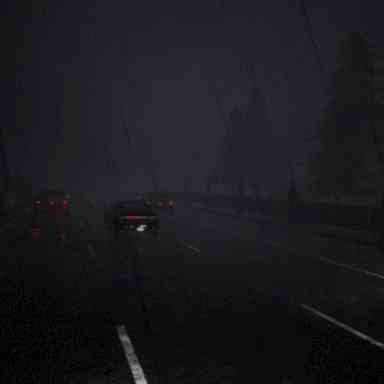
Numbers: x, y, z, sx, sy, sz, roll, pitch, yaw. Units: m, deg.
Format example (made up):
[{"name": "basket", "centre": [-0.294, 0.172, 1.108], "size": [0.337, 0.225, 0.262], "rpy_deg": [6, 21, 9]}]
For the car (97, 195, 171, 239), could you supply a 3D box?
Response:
[{"name": "car", "centre": [-2.827, 1.130, 14.978], "size": [2.128, 1.511, 4.902], "rpy_deg": [1, 1, -21]}]

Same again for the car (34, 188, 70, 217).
[{"name": "car", "centre": [-9.549, 0.642, 22.849], "size": [2.097, 1.767, 4.553], "rpy_deg": [1, 1, -21]}]

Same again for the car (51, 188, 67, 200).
[{"name": "car", "centre": [-17.507, 0.192, 43.837], "size": [1.812, 1.442, 4.674], "rpy_deg": [1, 1, -21]}]

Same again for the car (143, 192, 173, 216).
[{"name": "car", "centre": [-2.980, 0.796, 25.265], "size": [2.097, 1.767, 4.553], "rpy_deg": [1, 1, -21]}]

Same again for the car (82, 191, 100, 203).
[{"name": "car", "centre": [-11.388, 0.567, 37.552], "size": [1.895, 1.301, 4.718], "rpy_deg": [1, 1, -21]}]
